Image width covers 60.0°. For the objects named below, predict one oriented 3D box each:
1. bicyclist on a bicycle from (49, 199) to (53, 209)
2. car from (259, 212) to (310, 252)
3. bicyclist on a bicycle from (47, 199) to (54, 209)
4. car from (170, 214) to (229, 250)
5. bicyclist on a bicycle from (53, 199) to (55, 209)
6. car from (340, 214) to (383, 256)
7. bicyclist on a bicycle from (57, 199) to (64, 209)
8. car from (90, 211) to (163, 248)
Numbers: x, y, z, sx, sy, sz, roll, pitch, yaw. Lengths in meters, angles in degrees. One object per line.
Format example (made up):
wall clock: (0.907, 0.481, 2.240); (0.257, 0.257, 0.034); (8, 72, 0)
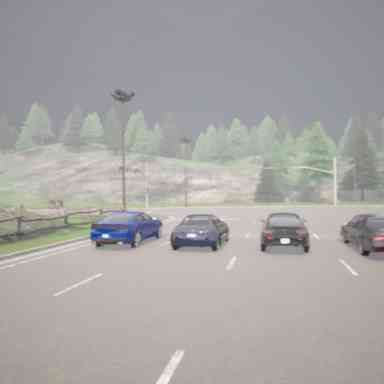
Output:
bicyclist on a bicycle: (-23.125, 2.012, 55.587); (0.582, 1.620, 1.656); (-1, 0, -7)
car: (3.873, 1.578, 14.120); (1.812, 1.442, 4.674); (-1, 0, 14)
bicyclist on a bicycle: (-23.566, 2.018, 55.528); (0.582, 1.620, 1.656); (-1, 0, -8)
car: (0.457, 1.667, 14.886); (1.994, 1.385, 4.181); (-1, 0, 14)
bicyclist on a bicycle: (-22.241, 2.001, 55.699); (0.582, 1.620, 1.656); (-1, 0, -7)
car: (7.183, 1.547, 12.933); (2.033, 1.411, 5.357); (-1, 0, 14)
bicyclist on a bicycle: (-21.799, 1.996, 55.754); (0.582, 1.620, 1.656); (-1, 0, -7)
car: (-2.908, 1.632, 15.861); (1.882, 1.535, 5.008); (-1, 0, 14)
